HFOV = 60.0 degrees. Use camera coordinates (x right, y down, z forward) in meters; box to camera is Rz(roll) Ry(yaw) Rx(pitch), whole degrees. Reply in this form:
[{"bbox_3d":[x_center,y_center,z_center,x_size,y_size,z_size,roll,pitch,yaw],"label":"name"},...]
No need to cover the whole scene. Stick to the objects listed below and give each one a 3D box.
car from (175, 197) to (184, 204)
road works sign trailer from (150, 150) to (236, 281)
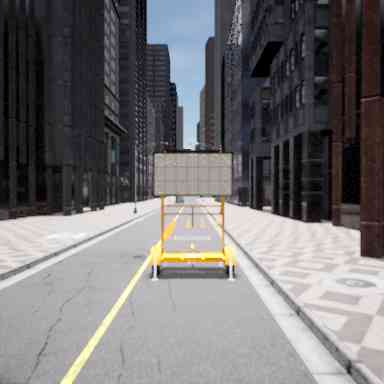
[{"bbox_3d":[-2.958,1.921,80.346,2.097,1.767,4.553,0,0,0],"label":"car"},{"bbox_3d":[0.027,0.538,10.087,2.380,3.560,2.880,0,0,0],"label":"road works sign trailer"}]
